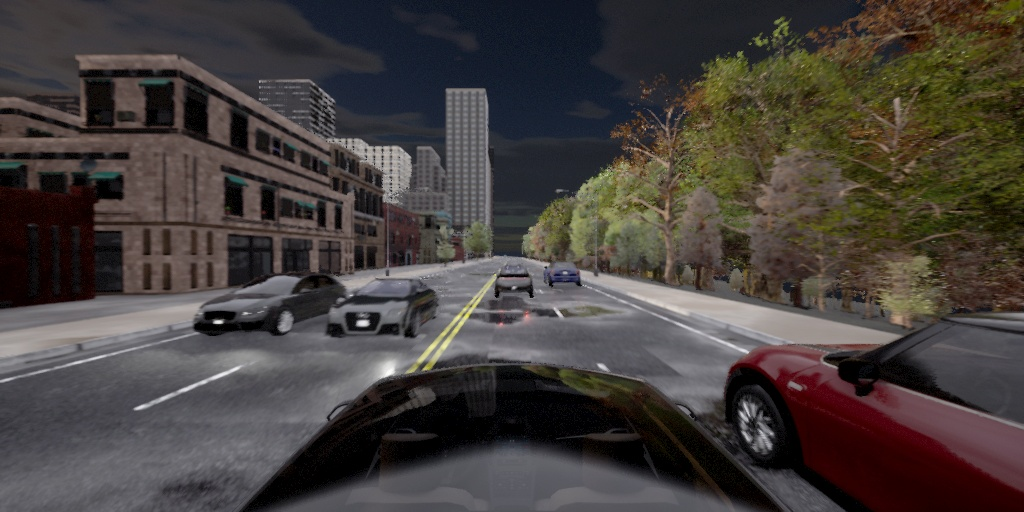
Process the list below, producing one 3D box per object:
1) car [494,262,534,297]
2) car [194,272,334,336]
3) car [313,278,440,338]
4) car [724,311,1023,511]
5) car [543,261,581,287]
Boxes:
[{"bbox_3d":[0.098,1.234,18.640,2.128,1.511,4.902,0,0,0],"label":"car"},{"bbox_3d":[-6.566,1.253,10.465,1.837,1.490,4.892,0,-1,0],"label":"car"},{"bbox_3d":[-3.319,1.311,9.986,1.994,1.385,4.181,0,0,0],"label":"car"},{"bbox_3d":[3.350,1.101,2.034,2.097,1.767,4.553,0,0,0],"label":"car"},{"bbox_3d":[3.349,1.090,24.676,2.097,1.767,4.553,0,0,0],"label":"car"}]
